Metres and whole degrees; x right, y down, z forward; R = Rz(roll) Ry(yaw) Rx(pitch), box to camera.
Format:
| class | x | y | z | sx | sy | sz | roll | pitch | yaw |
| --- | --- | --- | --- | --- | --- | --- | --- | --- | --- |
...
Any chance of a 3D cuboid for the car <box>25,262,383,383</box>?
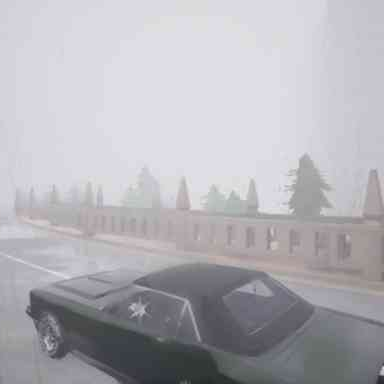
| class | x | y | z | sx | sy | sz | roll | pitch | yaw |
| --- | --- | --- | --- | --- | --- | --- | --- | --- | --- |
| car | -0.169 | 1.621 | 4.271 | 4.718 | 1.301 | 1.895 | 0 | 0 | 38 |
